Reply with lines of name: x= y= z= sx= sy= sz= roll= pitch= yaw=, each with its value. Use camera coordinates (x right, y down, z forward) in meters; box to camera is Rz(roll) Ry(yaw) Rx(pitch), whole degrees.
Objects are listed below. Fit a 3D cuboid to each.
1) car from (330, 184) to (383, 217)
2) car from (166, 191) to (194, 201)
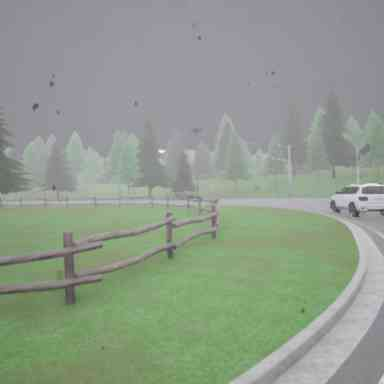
car: x=11.152 y=0.513 z=22.210 sx=2.150 sy=2.045 sz=5.566 roll=-1 pitch=1 yaw=4
car: x=-1.908 y=0.657 z=53.659 sx=4.674 sy=1.442 sz=1.812 roll=-1 pitch=1 yaw=21
